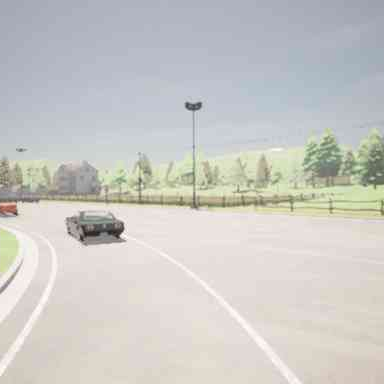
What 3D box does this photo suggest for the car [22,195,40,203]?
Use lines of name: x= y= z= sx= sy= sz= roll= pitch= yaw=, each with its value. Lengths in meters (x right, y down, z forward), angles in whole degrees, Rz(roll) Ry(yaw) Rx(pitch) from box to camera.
car: x=-30.372 y=1.351 z=62.581 sx=4.902 sy=1.511 sz=2.128 roll=0 pitch=0 yaw=44

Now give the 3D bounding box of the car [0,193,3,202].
car: x=-40.244 y=1.063 z=67.354 sx=4.553 sy=1.767 sz=2.097 roll=0 pitch=0 yaw=44

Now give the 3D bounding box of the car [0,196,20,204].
car: x=-33.141 y=1.461 z=60.395 sx=4.718 sy=1.301 sz=1.895 roll=0 pitch=0 yaw=44

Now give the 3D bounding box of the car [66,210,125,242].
car: x=-4.927 y=1.536 z=16.344 sx=1.895 sy=1.301 sz=4.718 roll=-1 pitch=0 yaw=-30

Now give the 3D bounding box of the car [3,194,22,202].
car: x=-37.814 y=1.215 z=69.875 sx=5.357 sy=1.411 sz=2.033 roll=0 pitch=0 yaw=44

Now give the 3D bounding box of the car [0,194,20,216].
car: x=-17.869 y=1.291 z=30.811 sx=4.553 sy=1.767 sz=2.097 roll=0 pitch=0 yaw=45
